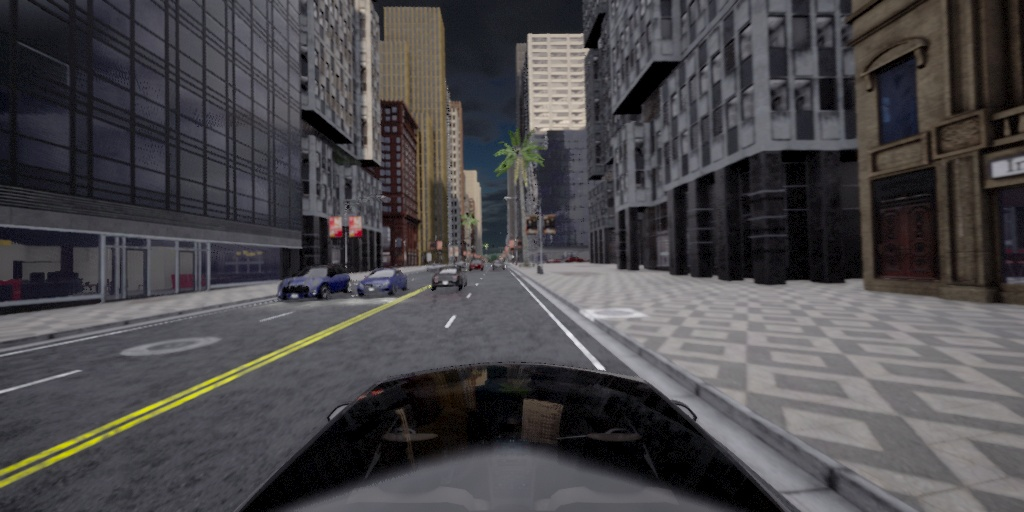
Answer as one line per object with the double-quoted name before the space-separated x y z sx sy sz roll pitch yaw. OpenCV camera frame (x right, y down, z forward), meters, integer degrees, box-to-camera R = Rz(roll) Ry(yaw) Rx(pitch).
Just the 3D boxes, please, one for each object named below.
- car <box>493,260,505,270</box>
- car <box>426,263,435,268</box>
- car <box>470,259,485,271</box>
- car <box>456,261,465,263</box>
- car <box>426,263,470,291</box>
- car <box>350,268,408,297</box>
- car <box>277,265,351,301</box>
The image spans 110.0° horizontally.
"car" -2.117 1.392 56.882 2.128 1.511 4.902 -1 0 -2
"car" -11.972 1.713 55.541 1.895 1.301 4.718 -1 0 -2
"car" -5.254 1.309 54.051 2.097 1.767 4.553 -1 0 -2
"car" -8.969 1.586 61.914 1.837 1.490 4.892 -1 0 -2
"car" -3.939 1.371 22.911 1.812 1.442 4.674 -1 0 -2
"car" -7.281 1.442 20.630 1.812 1.442 4.674 -1 0 -3
"car" -10.495 1.339 19.412 2.097 1.767 4.553 -1 0 -2
